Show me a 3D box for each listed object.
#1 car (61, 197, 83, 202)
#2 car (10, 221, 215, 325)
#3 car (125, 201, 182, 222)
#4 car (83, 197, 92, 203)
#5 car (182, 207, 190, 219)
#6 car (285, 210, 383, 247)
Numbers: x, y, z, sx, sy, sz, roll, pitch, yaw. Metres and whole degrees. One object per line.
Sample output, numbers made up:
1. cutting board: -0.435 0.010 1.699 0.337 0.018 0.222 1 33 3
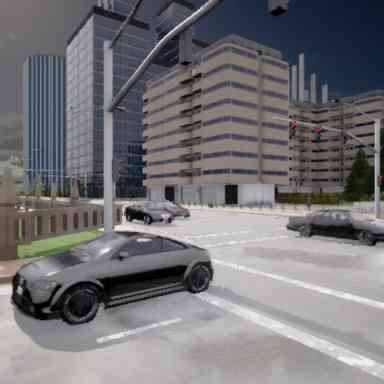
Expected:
1. car: -15.228 1.524 40.733 1.812 1.442 4.674 0 0 -35
2. car: -1.503 1.563 7.160 4.181 1.385 1.994 0 0 -39
3. car: -3.136 1.490 23.747 2.128 1.511 4.902 0 0 -35
4. car: -15.759 1.491 47.554 2.128 1.511 4.902 0 0 -35
5. car: -2.013 1.524 28.236 1.812 1.442 4.674 0 0 -36
6. car: 6.958 1.546 15.518 2.033 1.411 5.357 0 0 -34
